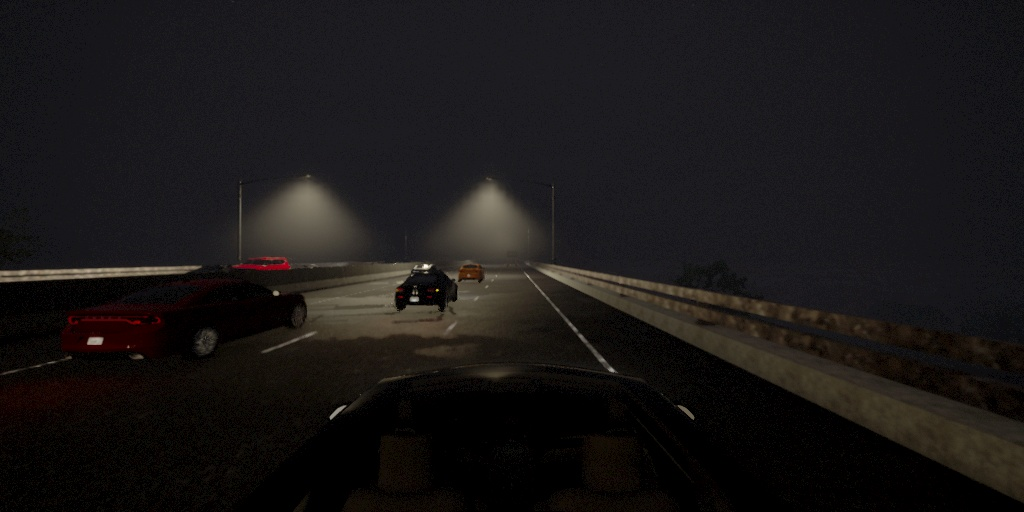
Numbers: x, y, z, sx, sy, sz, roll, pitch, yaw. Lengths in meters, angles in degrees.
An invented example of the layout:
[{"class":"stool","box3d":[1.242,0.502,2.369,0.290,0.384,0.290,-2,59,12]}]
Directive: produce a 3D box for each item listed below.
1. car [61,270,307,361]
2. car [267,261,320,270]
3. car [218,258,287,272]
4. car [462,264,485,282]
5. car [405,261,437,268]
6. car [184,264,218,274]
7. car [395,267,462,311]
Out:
[{"class":"car","box3d":[-6.911,1.270,8.430,1.882,1.535,5.008,0,0,0]},{"class":"car","box3d":[-17.595,1.413,30.099,2.128,1.511,4.902,0,0,0]},{"class":"car","box3d":[-21.095,1.143,30.094,2.150,2.045,5.566,0,0,0]},{"class":"car","box3d":[-3.401,1.402,30.743,1.882,1.535,5.008,0,0,0]},{"class":"car","box3d":[-6.902,1.408,29.221,2.128,1.511,4.902,0,0,0]},{"class":"car","box3d":[-24.593,1.424,29.765,1.837,1.490,4.892,0,0,0]},{"class":"car","box3d":[-3.401,1.357,14.824,1.812,1.442,4.674,0,0,0]}]
